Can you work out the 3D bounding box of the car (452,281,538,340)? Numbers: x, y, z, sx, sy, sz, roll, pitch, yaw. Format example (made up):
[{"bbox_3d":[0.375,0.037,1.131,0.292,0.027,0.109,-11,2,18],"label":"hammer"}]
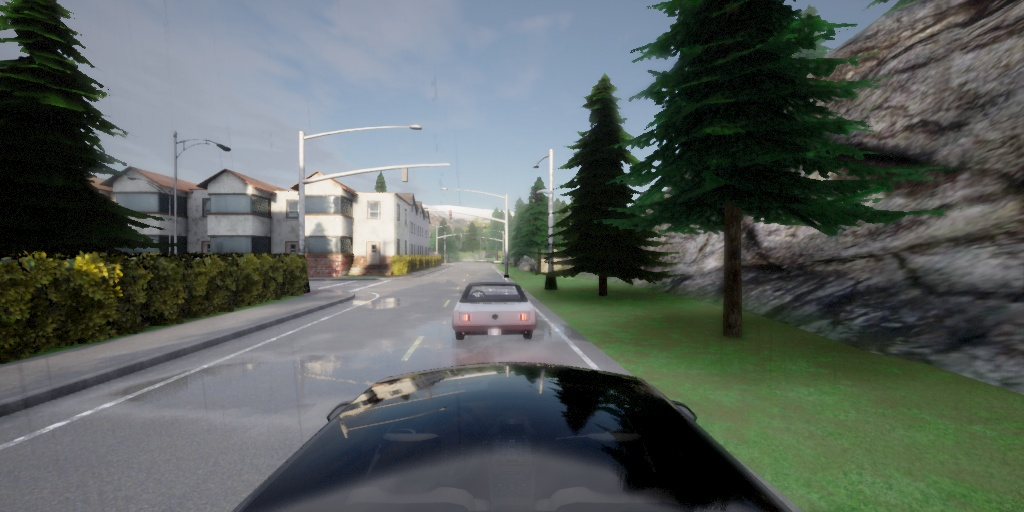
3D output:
[{"bbox_3d":[-0.526,1.351,9.954,1.895,1.301,4.718,0,0,-4],"label":"car"}]
